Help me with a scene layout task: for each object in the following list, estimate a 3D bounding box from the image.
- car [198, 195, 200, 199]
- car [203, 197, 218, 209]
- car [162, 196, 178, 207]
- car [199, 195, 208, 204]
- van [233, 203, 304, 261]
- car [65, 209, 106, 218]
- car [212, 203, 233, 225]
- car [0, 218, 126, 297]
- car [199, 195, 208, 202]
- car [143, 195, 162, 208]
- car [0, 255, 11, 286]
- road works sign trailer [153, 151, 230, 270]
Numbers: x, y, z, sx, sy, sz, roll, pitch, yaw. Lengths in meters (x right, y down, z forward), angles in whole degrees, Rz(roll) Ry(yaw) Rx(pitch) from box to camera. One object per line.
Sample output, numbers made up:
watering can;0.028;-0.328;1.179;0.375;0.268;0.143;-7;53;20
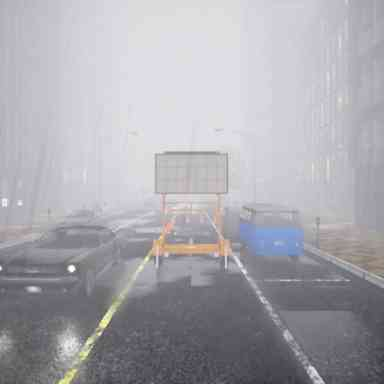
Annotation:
car;2.620;1.527;57.554;2.008;1.369;4.403;0;0;0
car;2.640;1.573;40.477;1.802;1.307;4.206;0;0;0
car;-3.159;1.586;49.941;1.895;1.301;4.718;0;0;0
car;2.627;1.534;51.862;2.008;1.369;4.403;0;0;0
van;2.675;1.339;12.015;1.690;1.788;3.998;0;0;0
car;-5.713;1.578;17.700;1.802;1.307;4.206;0;0;0
car;2.661;1.577;23.399;1.802;1.307;4.206;0;0;0
car;-3.111;1.599;8.733;1.895;1.301;4.718;0;0;0
car;2.599;1.387;74.631;1.967;1.590;4.097;0;0;0
car;-5.747;1.539;46.163;2.008;1.369;4.403;0;0;0
car;-5.699;1.550;6.315;2.008;1.369;4.403;0;0;0
road works sign trailer;-0.014;0.462;11.031;2.380;3.560;2.880;0;0;0
